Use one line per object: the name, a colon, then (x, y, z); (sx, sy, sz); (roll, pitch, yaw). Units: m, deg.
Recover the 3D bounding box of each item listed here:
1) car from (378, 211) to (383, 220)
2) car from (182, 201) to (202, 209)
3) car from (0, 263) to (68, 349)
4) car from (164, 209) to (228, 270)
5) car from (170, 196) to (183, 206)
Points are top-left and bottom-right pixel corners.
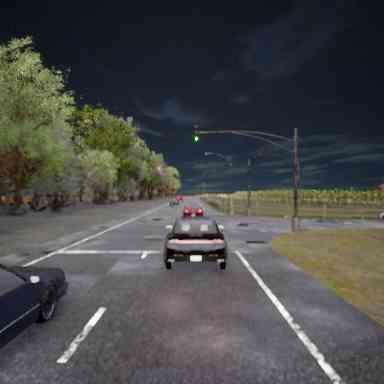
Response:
car: (19.324, 1.945, 29.696); (4.902, 1.511, 2.128); (1, -1, 0)
car: (0.110, 1.812, 32.708); (1.895, 1.301, 4.718); (0, 0, 0)
car: (-3.401, 1.576, 4.204); (2.033, 1.411, 5.357); (0, 0, 0)
car: (0.104, 1.567, 11.288); (2.128, 1.511, 4.902); (0, 0, 0)
car: (-3.381, 1.958, 65.431); (2.033, 1.411, 5.357); (0, 0, 0)
